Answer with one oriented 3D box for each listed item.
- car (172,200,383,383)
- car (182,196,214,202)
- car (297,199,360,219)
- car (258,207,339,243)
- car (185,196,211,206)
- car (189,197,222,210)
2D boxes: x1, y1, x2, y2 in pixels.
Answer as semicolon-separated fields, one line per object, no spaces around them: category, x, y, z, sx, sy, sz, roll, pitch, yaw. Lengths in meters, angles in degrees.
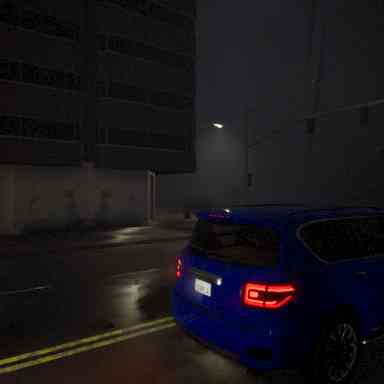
car;2.328;1.221;5.469;5.566;2.045;2.150;0;0;-35
car;1.521;1.547;38.996;2.033;1.411;5.357;0;0;-36
car;12.253;1.491;30.245;2.128;1.511;4.902;0;0;-36
car;5.450;1.564;16.760;4.181;1.385;1.994;0;0;-41
car;1.007;1.477;57.819;1.882;1.535;5.008;0;0;-36
car;1.723;1.504;44.663;1.837;1.490;4.892;0;0;-36
